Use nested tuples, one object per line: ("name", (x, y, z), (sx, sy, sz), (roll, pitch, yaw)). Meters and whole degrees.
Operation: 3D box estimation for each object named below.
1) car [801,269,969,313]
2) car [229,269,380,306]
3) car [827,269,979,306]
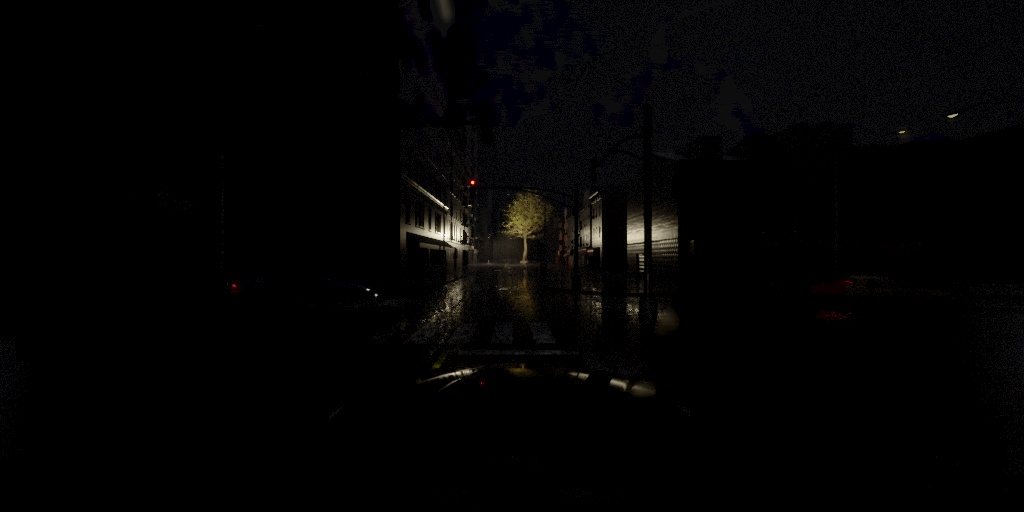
("car", (13.901, 1.346, 13.713), (4.829, 1.417, 1.751), (0, 0, 0))
("car", (-8.400, 1.250, 14.883), (5.357, 1.411, 2.033), (0, 0, -6))
("car", (17.513, 1.367, 16.248), (4.892, 1.490, 1.837), (0, 0, 0))
